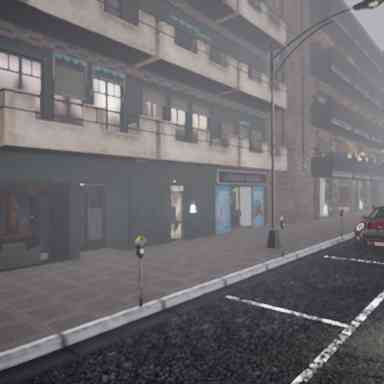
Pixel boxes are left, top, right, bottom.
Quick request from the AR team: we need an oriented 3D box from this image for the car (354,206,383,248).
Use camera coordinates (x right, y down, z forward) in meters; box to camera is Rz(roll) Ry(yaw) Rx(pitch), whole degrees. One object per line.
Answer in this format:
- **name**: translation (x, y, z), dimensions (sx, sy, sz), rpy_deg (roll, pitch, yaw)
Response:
- **car**: translation (7.940, 1.300, 13.253), dimensions (1.967, 1.590, 4.097), rpy_deg (0, 0, 41)
